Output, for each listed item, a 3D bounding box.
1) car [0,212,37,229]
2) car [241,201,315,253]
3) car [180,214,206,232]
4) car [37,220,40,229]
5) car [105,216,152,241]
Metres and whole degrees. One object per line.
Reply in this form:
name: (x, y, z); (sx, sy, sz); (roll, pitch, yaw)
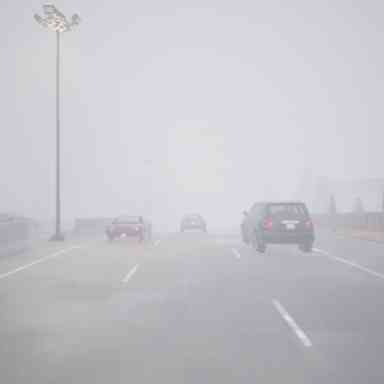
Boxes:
car: (-14.095, 2.251, 24.926); (2.128, 1.511, 4.902); (0, -4, 0)
car: (3.599, 1.431, 14.835); (2.150, 2.045, 5.566); (0, -2, 0)
car: (0.099, 2.459, 26.763); (1.994, 1.385, 4.181); (0, -4, 0)
car: (-17.589, 3.183, 34.732); (1.812, 1.442, 4.674); (0, -6, 0)
car: (-3.400, 1.980, 18.766); (1.895, 1.301, 4.718); (0, -3, 0)
